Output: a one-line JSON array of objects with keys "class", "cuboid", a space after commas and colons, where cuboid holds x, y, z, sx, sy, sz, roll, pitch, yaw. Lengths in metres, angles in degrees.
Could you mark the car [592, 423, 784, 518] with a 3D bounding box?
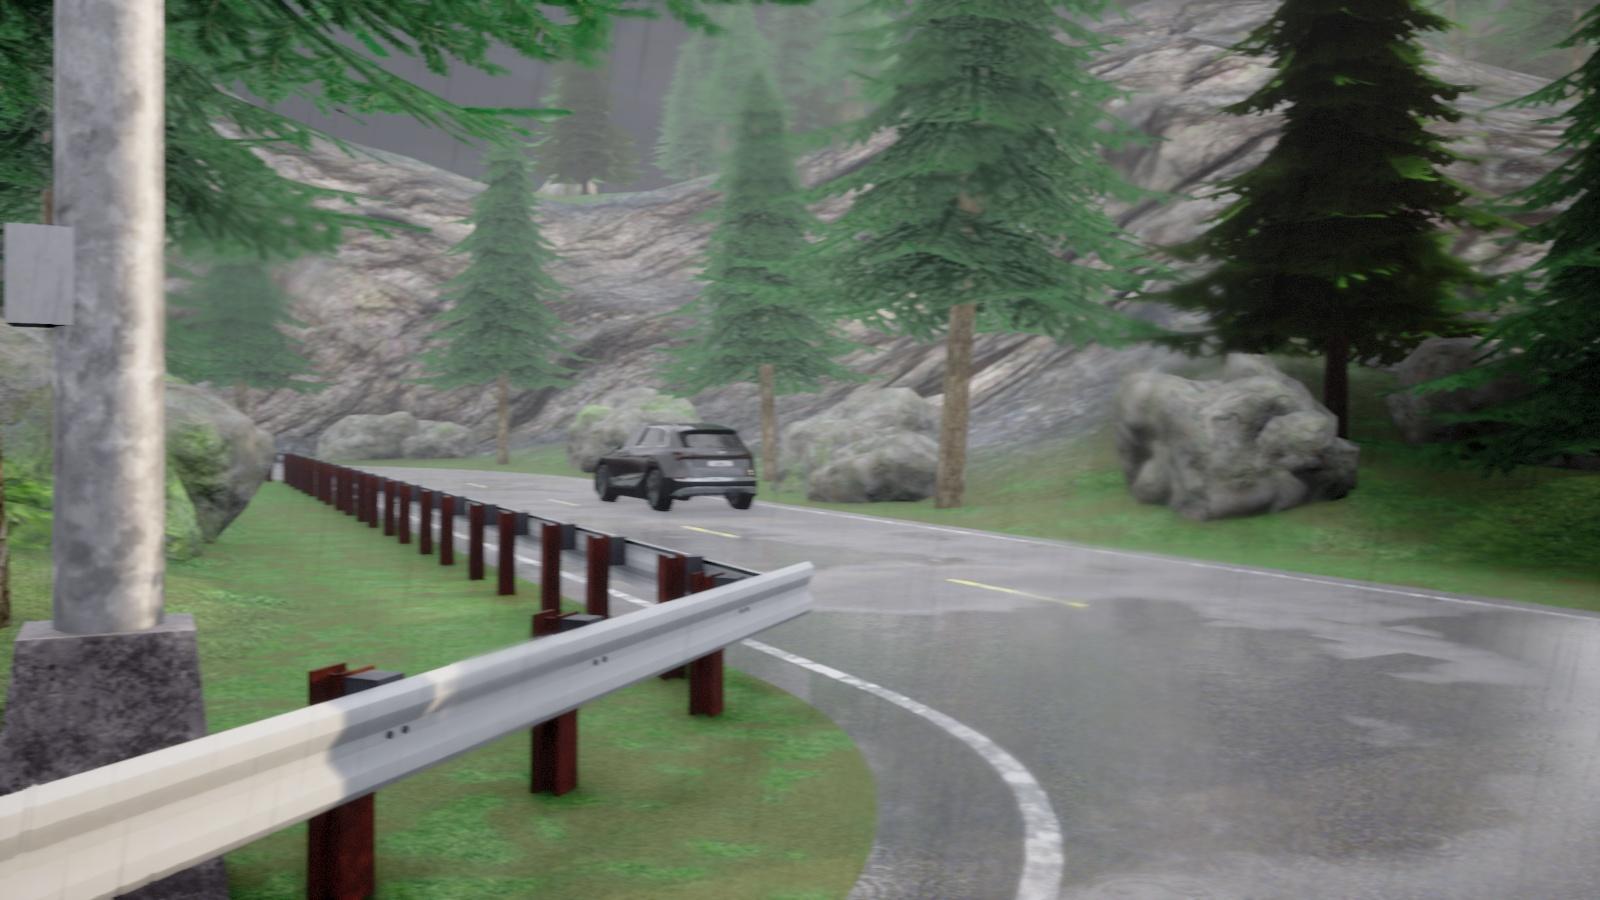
[{"class": "car", "cuboid": [-2.316, 0.319, 24.531, 2.033, 1.649, 4.856, -1, 1, -27]}]
